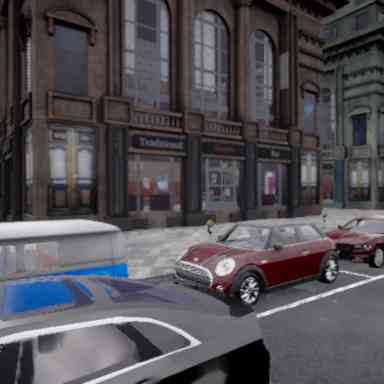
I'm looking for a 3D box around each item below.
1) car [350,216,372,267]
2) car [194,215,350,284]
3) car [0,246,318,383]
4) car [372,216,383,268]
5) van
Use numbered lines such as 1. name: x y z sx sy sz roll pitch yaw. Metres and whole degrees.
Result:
1. car: 5.994 1.464 10.924 4.507 1.381 1.887 -1 0 -36
2. car: 1.564 1.398 7.764 4.097 1.590 1.967 -1 0 -35
3. car: -1.560 1.493 2.265 4.902 1.511 2.128 0 0 -36
4. car: 7.100 1.145 8.437 5.566 2.045 2.150 -1 0 -36
5. van: -2.866 1.339 4.604 3.998 1.788 1.690 -1 0 -36
